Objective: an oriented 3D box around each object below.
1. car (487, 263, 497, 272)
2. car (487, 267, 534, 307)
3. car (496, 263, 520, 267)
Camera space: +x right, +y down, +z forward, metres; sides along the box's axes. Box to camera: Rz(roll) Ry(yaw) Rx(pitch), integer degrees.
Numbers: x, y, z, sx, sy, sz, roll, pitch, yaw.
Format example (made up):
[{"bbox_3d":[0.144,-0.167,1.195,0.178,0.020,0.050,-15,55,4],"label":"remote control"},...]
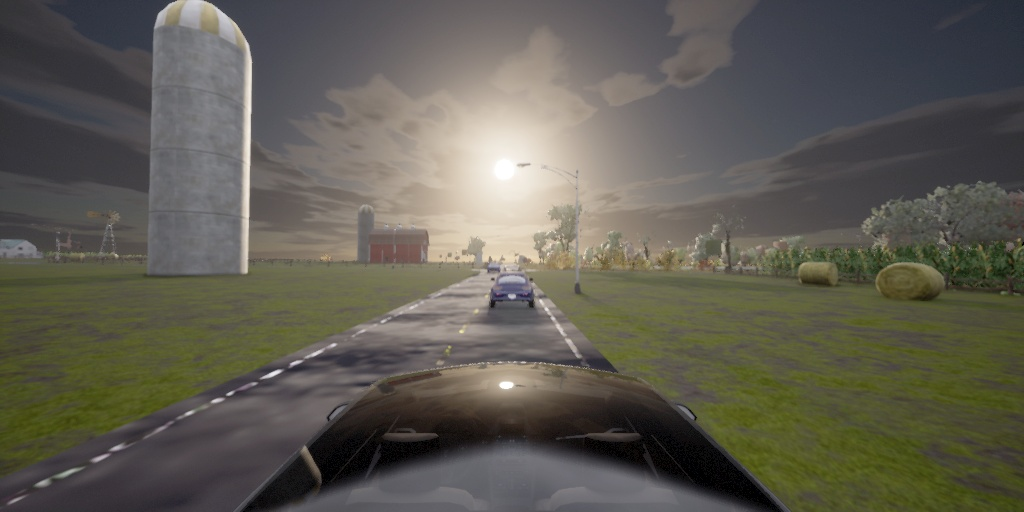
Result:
[{"bbox_3d":[-2.749,1.762,55.121,1.882,1.535,5.008,0,-1,0],"label":"car"},{"bbox_3d":[0.006,1.416,16.240,1.812,1.442,4.674,0,0,0],"label":"car"},{"bbox_3d":[0.008,1.529,31.161,2.128,1.511,4.902,0,0,0],"label":"car"}]
